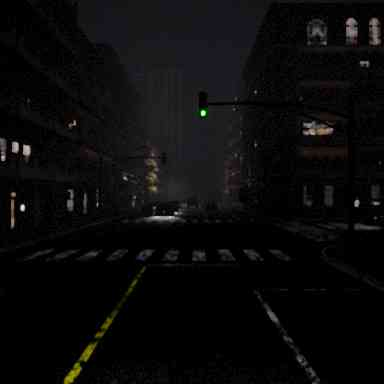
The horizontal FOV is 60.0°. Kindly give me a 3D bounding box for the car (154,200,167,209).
[{"bbox_3d":[-5.646,2.200,60.082,1.967,1.590,4.097,-1,-1,0],"label":"car"}]

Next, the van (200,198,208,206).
[{"bbox_3d":[2.749,2.320,76.652,1.690,1.788,3.998,-1,-1,0],"label":"van"}]

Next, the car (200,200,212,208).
[{"bbox_3d":[2.741,2.383,65.595,2.008,1.369,4.403,-1,-1,0],"label":"car"}]

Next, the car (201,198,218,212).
[{"bbox_3d":[2.725,2.056,49.014,1.967,1.590,4.097,-1,-1,0],"label":"car"}]

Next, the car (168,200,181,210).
[{"bbox_3d":[-3.015,2.245,58.542,1.837,1.490,4.892,0,-1,1],"label":"car"}]

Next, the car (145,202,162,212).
[{"bbox_3d":[-5.654,2.182,49.025,1.947,1.339,4.313,-1,-1,0],"label":"car"}]

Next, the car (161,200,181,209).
[{"bbox_3d":[-3.048,2.170,48.202,1.994,1.385,4.181,0,-1,0],"label":"car"}]

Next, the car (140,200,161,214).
[{"bbox_3d":[-5.659,2.095,43.498,2.008,1.369,4.403,-1,-1,0],"label":"car"}]

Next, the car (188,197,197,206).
[{"bbox_3d":[0.070,2.217,77.649,2.150,2.045,5.566,0,-1,0],"label":"car"}]

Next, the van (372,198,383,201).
[{"bbox_3d":[15.663,1.350,25.581,3.998,1.788,1.690,-1,1,-1],"label":"van"}]

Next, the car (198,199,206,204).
[{"bbox_3d":[2.765,2.746,93.232,1.887,1.381,4.507,-1,-1,0],"label":"car"}]

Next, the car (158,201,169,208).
[{"bbox_3d":[-5.640,2.414,65.607,1.802,1.307,4.206,-1,-1,0],"label":"car"}]

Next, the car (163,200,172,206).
[{"bbox_3d":[-5.630,2.502,76.493,1.752,1.417,4.829,-1,-1,0],"label":"car"}]

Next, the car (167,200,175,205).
[{"bbox_3d":[-5.619,2.709,87.717,1.802,1.307,4.206,-1,-1,0],"label":"car"}]

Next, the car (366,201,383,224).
[{"bbox_3d":[15.057,1.513,22.998,4.892,1.490,1.837,-1,0,-1],"label":"car"}]

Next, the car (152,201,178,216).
[{"bbox_3d":[-3.062,2.041,38.253,1.994,1.385,4.181,0,-1,1],"label":"car"}]

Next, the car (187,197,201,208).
[{"bbox_3d":[0.158,2.030,63.661,2.150,2.045,5.566,0,-1,0],"label":"car"}]
